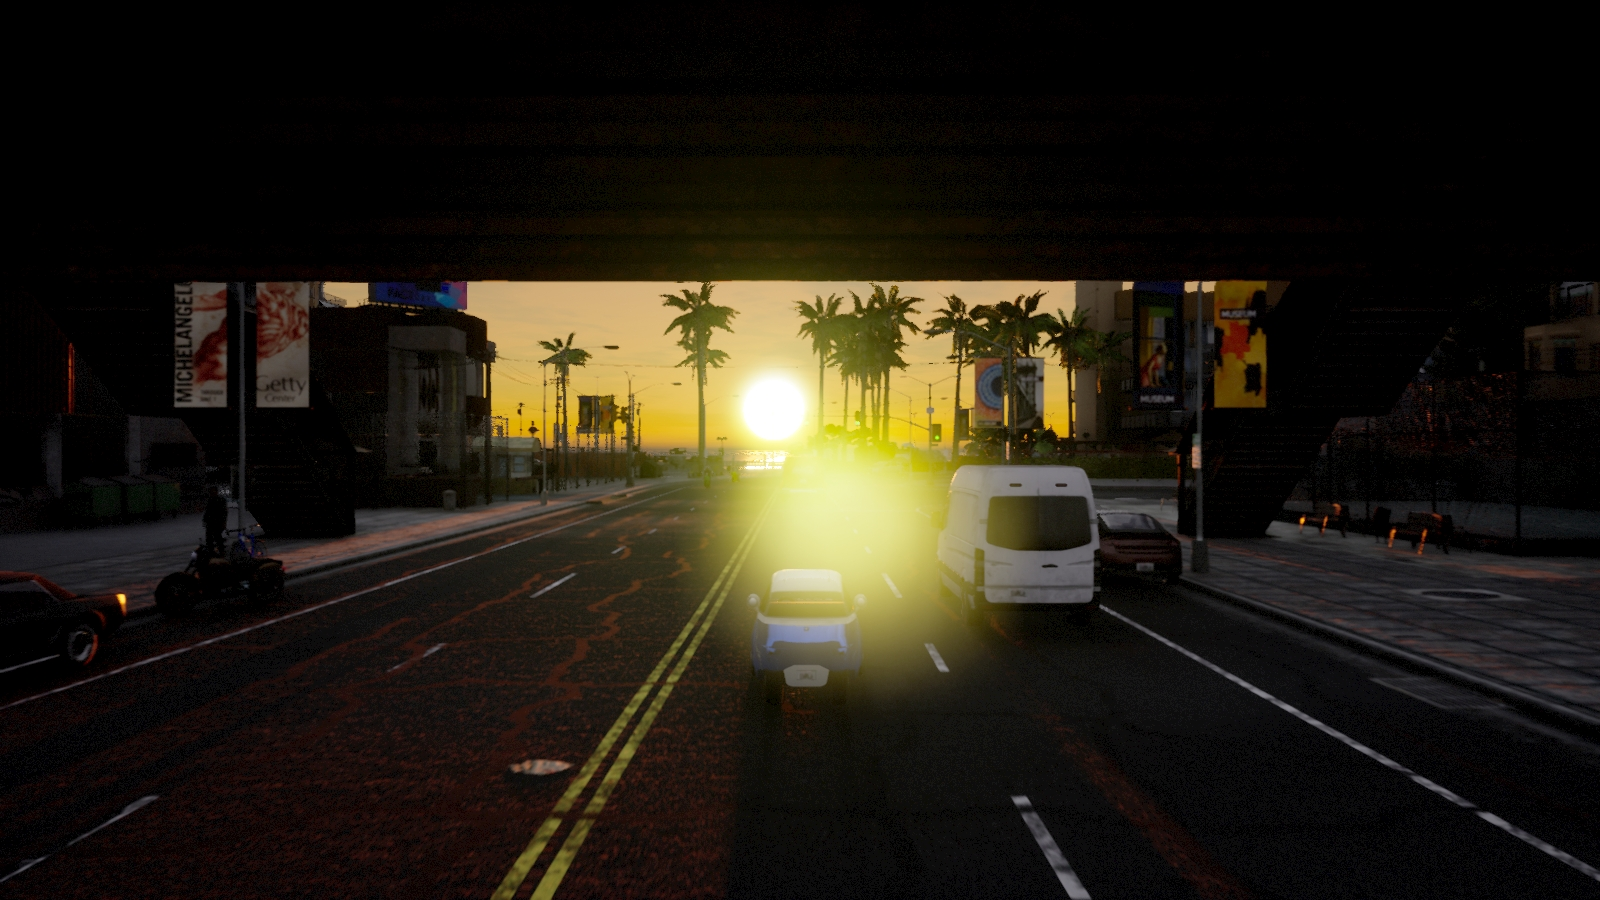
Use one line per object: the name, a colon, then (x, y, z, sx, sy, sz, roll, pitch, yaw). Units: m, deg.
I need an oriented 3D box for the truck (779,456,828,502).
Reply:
truck: (0.184, 1.570, 64.086, 2.627, 2.467, 5.204, 0, 0, 0)

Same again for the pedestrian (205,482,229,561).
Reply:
pedestrian: (-13.875, 1.700, 27.194, 0.375, 1.860, 0.375, 0, 0, 6)

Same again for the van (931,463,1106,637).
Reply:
van: (3.617, 1.535, 20.129, 1.988, 2.561, 5.915, 0, 0, 0)

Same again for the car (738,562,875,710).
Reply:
car: (0.080, 2.121, 13.499, 1.481, 1.376, 2.207, 0, 0, 1)
